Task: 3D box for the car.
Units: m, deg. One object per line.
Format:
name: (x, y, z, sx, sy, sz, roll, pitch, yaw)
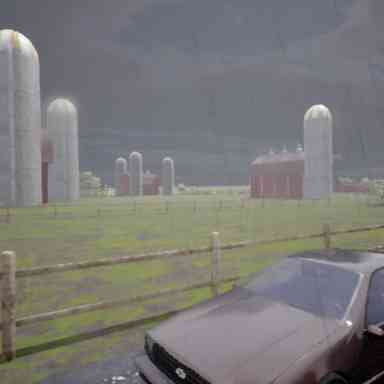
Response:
car: (2.010, 1.540, 4.478, 5.357, 1.411, 2.033, 0, 0, -35)
